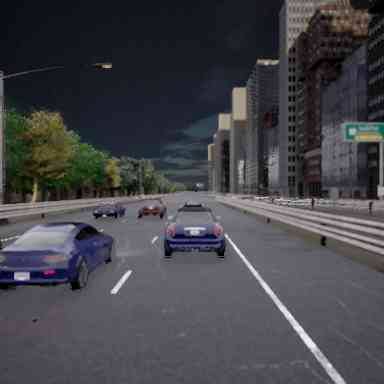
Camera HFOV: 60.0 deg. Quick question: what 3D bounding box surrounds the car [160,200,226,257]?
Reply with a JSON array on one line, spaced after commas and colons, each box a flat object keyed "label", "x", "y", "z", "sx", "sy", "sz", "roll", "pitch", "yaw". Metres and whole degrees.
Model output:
[{"label": "car", "x": 0.091, "y": 1.346, "z": 13.048, "sx": 2.097, "sy": 1.767, "sz": 4.553, "roll": 0, "pitch": 0, "yaw": 0}]

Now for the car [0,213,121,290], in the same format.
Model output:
[{"label": "car", "x": -3.408, "y": 1.521, "z": 8.975, "sx": 1.812, "sy": 1.442, "sz": 4.674, "roll": 0, "pitch": 0, "yaw": 0}]

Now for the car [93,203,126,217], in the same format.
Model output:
[{"label": "car", "x": -6.917, "y": 1.589, "z": 28.510, "sx": 1.895, "sy": 1.301, "sz": 4.718, "roll": 0, "pitch": 0, "yaw": 0}]

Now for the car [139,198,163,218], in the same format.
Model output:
[{"label": "car", "x": -3.416, "y": 1.340, "z": 29.724, "sx": 2.097, "sy": 1.767, "sz": 4.553, "roll": 0, "pitch": 0, "yaw": 0}]

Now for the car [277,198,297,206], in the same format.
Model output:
[{"label": "car", "x": 16.633, "y": 1.718, "z": 58.105, "sx": 1.895, "sy": 1.301, "sz": 4.718, "roll": 0, "pitch": 0, "yaw": -19}]

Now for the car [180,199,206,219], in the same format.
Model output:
[{"label": "car", "x": 0.083, "y": 1.480, "z": 29.964, "sx": 2.128, "sy": 1.511, "sz": 4.902, "roll": 0, "pitch": 0, "yaw": 0}]
